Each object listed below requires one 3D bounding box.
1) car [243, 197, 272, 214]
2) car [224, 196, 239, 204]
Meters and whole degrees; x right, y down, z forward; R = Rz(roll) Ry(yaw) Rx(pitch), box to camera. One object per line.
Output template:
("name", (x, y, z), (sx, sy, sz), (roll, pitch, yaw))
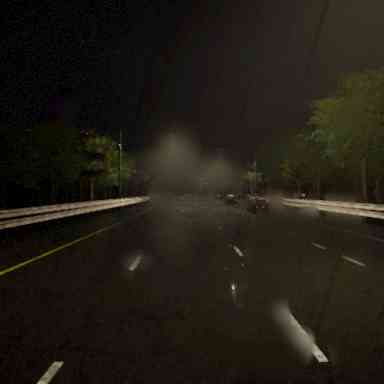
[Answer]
("car", (6.992, 1.517, 34.974), (2.033, 1.411, 5.357), (0, 0, 0))
("car", (6.997, 1.492, 62.090), (2.033, 1.411, 5.357), (0, 0, 0))
